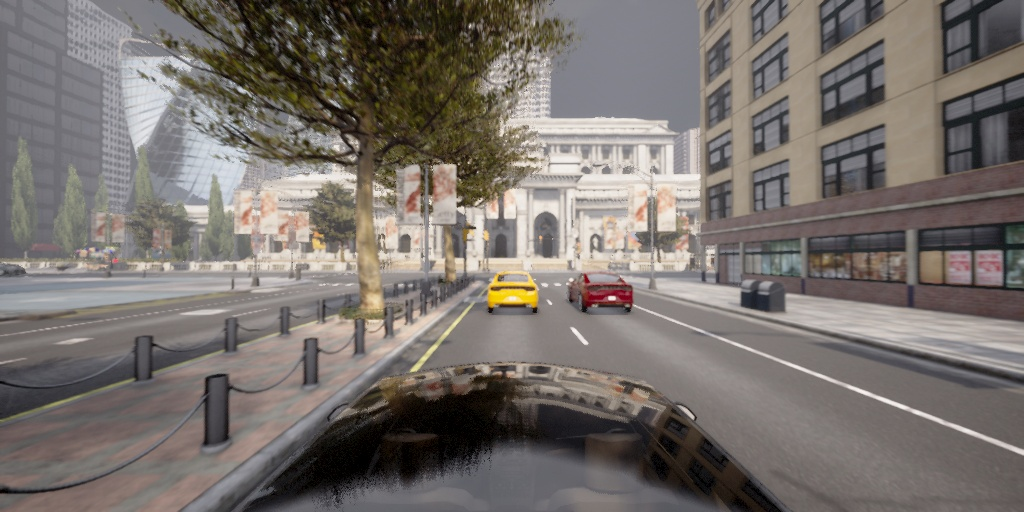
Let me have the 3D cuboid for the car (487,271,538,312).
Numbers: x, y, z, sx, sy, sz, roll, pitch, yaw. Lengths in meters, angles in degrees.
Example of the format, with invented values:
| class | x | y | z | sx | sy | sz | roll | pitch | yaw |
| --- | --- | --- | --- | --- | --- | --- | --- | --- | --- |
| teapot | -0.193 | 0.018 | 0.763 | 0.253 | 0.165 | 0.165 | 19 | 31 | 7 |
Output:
| class | x | y | z | sx | sy | sz | roll | pitch | yaw |
| --- | --- | --- | --- | --- | --- | --- | --- | --- | --- |
| car | 0.043 | 1.364 | 15.045 | 1.882 | 1.535 | 5.008 | 0 | -1 | 0 |

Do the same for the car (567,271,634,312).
| class | x | y | z | sx | sy | sz | roll | pitch | yaw |
| --- | --- | --- | --- | --- | --- | --- | --- | --- | --- |
| car | 3.544 | 1.365 | 15.108 | 1.882 | 1.535 | 5.008 | 0 | -1 | 0 |
